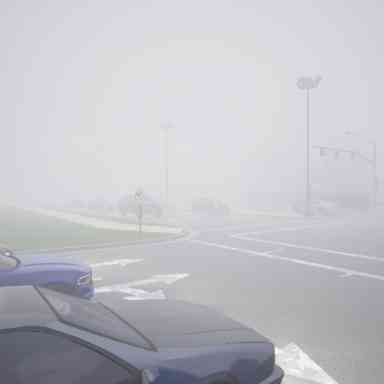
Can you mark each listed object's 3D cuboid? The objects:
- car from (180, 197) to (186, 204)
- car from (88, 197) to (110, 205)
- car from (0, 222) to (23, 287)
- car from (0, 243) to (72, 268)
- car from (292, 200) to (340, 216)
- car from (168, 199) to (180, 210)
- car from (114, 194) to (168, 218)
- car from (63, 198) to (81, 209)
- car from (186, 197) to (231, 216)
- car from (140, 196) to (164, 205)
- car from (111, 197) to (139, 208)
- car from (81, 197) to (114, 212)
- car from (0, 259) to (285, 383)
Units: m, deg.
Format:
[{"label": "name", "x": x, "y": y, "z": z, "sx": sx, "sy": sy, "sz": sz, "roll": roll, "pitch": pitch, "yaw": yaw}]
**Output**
[{"label": "car", "x": -0.827, "y": 1.564, "z": 62.681, "sx": 1.994, "sy": 1.385, "sz": 4.181, "roll": 0, "pitch": 0, "yaw": -36}, {"label": "car", "x": -16.315, "y": 1.548, "z": 58.261, "sx": 2.033, "sy": 1.411, "sz": 5.357, "roll": 0, "pitch": 0, "yaw": -35}, {"label": "car", "x": -6.441, "y": 1.564, "z": 7.772, "sx": 4.181, "sy": 1.385, "sz": 1.994, "roll": 0, "pitch": 0, "yaw": -35}, {"label": "car", "x": -4.078, "y": 1.478, "z": 5.157, "sx": 5.008, "sy": 1.535, "sz": 1.882, "roll": 0, "pitch": 0, "yaw": -35}, {"label": "car", "x": 12.181, "y": 1.525, "z": 32.920, "sx": 1.812, "sy": 1.442, "sz": 4.674, "roll": 0, "pitch": 0, "yaw": -36}, {"label": "car", "x": -3.987, "y": 1.492, "z": 41.165, "sx": 2.128, "sy": 1.511, "sz": 4.902, "roll": 0, "pitch": 0, "yaw": -36}, {"label": "car", "x": -4.766, "y": 1.221, "z": 30.354, "sx": 2.150, "sy": 2.045, "sz": 5.566, "roll": 0, "pitch": 0, "yaw": -36}, {"label": "car", "x": -16.516, "y": 1.564, "z": 46.509, "sx": 1.994, "sy": 1.385, "sz": 4.181, "roll": 0, "pitch": 0, "yaw": -36}, {"label": "car", "x": 1.831, "y": 1.352, "z": 33.193, "sx": 2.097, "sy": 1.767, "sz": 4.553, "roll": 0, "pitch": 0, "yaw": -36}, {"label": "car", "x": -7.181, "y": 1.491, "z": 59.525, "sx": 2.128, "sy": 1.511, "sz": 4.902, "roll": 0, "pitch": 0, "yaw": -36}, {"label": "car", "x": -10.017, "y": 1.547, "z": 49.457, "sx": 2.033, "sy": 1.411, "sz": 5.357, "roll": 0, "pitch": 0, "yaw": -36}, {"label": "car", "x": -10.644, "y": 1.492, "z": 38.414, "sx": 2.128, "sy": 1.511, "sz": 4.902, "roll": 0, "pitch": 0, "yaw": -36}, {"label": "car", "x": -1.685, "y": 1.547, "z": 2.560, "sx": 5.357, "sy": 1.411, "sz": 2.033, "roll": 0, "pitch": 0, "yaw": -35}]
